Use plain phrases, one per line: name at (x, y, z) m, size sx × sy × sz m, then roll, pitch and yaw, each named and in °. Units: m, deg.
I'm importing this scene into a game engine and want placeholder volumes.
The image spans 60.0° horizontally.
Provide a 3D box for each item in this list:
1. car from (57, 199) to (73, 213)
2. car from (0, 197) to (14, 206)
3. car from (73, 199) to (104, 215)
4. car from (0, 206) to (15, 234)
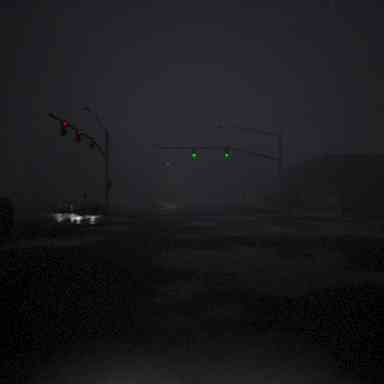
car at (-15.055, 1.707, 41.554) m, size 2.097 × 1.767 × 4.553 m, roll 0°, pitch 0°, yaw 0°
car at (-15.073, 1.426, 24.109) m, size 2.150 × 2.045 × 5.566 m, roll 0°, pitch 0°, yaw 0°
car at (-11.561, 1.804, 38.159) m, size 1.882 × 1.535 × 5.008 m, roll 0°, pitch 0°, yaw 0°
car at (-11.582, 1.699, 17.650) m, size 2.033 × 1.411 × 5.357 m, roll 0°, pitch 0°, yaw 0°
